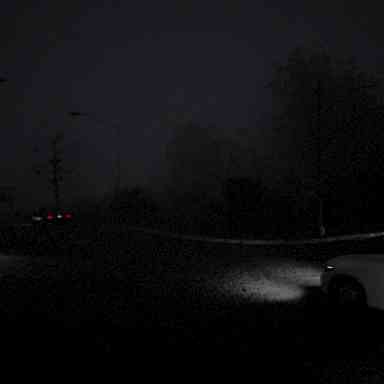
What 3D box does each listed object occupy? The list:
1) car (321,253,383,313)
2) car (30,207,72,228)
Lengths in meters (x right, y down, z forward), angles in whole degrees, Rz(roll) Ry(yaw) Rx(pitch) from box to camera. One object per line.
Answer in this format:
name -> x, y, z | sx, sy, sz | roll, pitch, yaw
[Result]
car -> 4.509, 1.519, 5.478 | 1.812, 1.442, 4.674 | 0, 0, -38
car -> -10.724, 1.857, 25.062 | 2.033, 1.411, 5.357 | 0, -2, -38
